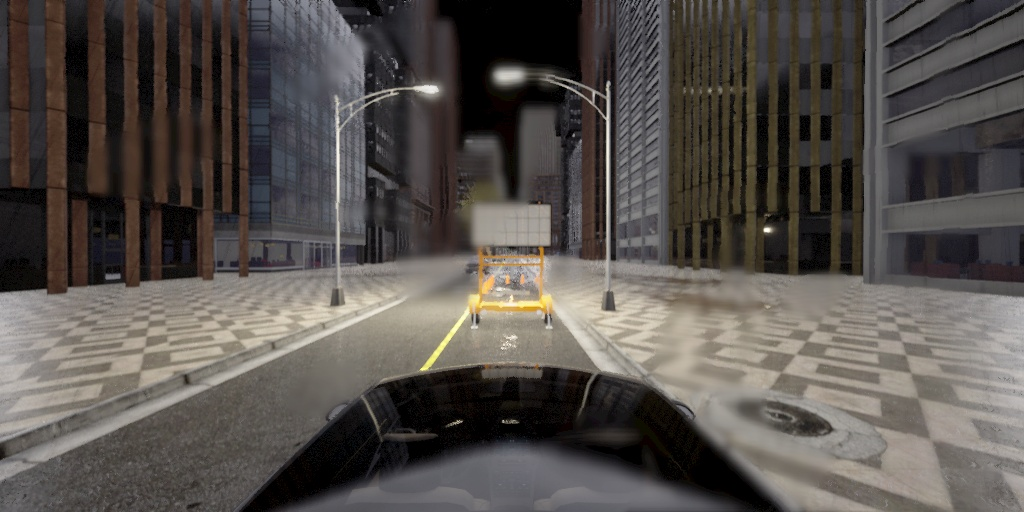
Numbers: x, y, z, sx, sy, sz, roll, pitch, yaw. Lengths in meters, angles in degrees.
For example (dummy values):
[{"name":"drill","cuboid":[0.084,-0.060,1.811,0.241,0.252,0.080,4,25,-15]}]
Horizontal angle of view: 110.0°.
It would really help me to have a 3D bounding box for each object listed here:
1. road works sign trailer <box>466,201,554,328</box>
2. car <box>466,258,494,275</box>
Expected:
[{"name":"road works sign trailer","cuboid":[-0.007,0.132,10.984,2.380,3.560,2.880,0,0,0]},{"name":"car","cuboid":[-3.123,1.017,33.614,2.033,1.411,5.357,0,0,0]}]
